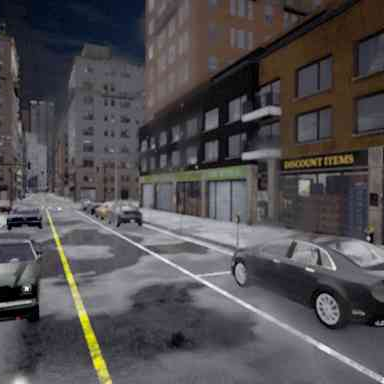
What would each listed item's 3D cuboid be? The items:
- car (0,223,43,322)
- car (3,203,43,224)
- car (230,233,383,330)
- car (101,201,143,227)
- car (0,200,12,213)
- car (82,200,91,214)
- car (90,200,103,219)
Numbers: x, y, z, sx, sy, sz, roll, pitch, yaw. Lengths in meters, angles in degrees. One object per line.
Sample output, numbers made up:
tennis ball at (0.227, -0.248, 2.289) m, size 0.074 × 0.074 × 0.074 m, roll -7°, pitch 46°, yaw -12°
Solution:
car at (-4.108, 1.592, 6.846) m, size 1.895 × 1.301 × 4.718 m, roll 0°, pitch 0°, yaw -24°
car at (-10.286, 1.569, 20.665) m, size 1.895 × 1.301 × 4.718 m, roll 0°, pitch 0°, yaw -24°
car at (2.421, 1.536, 6.895) m, size 2.008 × 1.369 × 4.403 m, roll -1°, pitch 0°, yaw -24°
car at (-4.518, 1.512, 22.149) m, size 2.008 × 1.369 × 4.403 m, roll -1°, pitch 0°, yaw -24°
car at (-19.233, 1.487, 33.861) m, size 1.887 × 1.381 × 4.507 m, roll -1°, pitch 0°, yaw -24°
car at (-9.143, 1.507, 32.318) m, size 1.947 × 1.339 × 4.313 m, roll -1°, pitch 0°, yaw -24°
car at (-6.901, 1.476, 27.388) m, size 1.752 × 1.417 × 4.829 m, roll -1°, pitch 0°, yaw -24°
